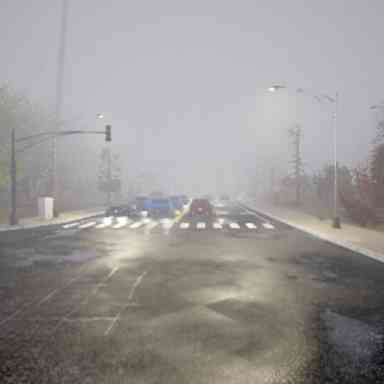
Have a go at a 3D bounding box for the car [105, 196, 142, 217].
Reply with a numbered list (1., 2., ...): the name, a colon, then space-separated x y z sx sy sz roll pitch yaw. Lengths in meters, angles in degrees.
1. car: -5.947 1.348 28.447 1.994 1.385 4.181 0 0 3

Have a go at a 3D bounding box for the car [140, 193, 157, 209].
1. car: -5.526 1.190 37.330 1.882 1.535 5.008 0 0 3

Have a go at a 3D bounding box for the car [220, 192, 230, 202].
1. car: 6.053 1.079 61.571 1.895 1.301 4.718 0 1 5

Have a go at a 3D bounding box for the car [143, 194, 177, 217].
1. car: -2.676 1.254 29.204 1.882 1.535 5.008 0 0 3

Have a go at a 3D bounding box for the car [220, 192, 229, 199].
1. car: 7.358 0.838 74.844 1.837 1.490 4.892 0 1 7

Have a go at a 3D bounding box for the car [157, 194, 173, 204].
1. car: -4.351 1.122 54.573 1.994 1.385 4.181 0 1 5

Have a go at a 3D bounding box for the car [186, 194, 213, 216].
1. car: 0.780 1.250 29.446 1.882 1.535 5.008 0 0 2

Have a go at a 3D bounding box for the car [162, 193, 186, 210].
1. car: -2.196 1.176 38.681 1.882 1.535 5.008 0 0 4

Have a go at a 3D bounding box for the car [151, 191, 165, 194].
1. car: -4.884 0.847 47.217 2.150 2.045 5.566 0 1 4

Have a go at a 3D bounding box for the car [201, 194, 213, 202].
1. car: 2.862 1.041 62.160 1.994 1.385 4.181 0 1 6
